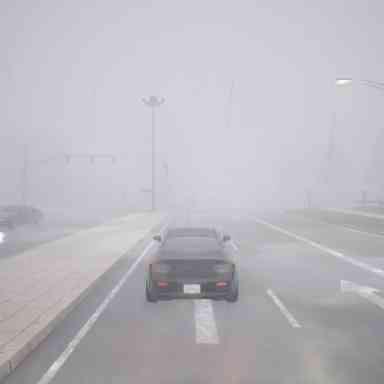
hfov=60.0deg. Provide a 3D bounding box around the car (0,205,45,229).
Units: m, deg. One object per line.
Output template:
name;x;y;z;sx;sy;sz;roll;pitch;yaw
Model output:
car;-11.561;1.544;21.660;2.033;1.411;5.357;0;0;1

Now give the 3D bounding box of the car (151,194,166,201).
car;-8.289;1.343;82.332;2.097;1.767;4.553;0;0;-1

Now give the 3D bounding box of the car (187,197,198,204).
car;0.052;1.555;64.184;1.994;1.385;4.181;0;0;-1

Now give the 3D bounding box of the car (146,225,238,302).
car;0.000;1.524;8.106;1.812;1.442;4.674;0;0;0

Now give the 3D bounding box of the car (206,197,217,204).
car;3.578;1.592;61.785;1.895;1.301;4.718;0;0;0

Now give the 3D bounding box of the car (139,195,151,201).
car;-11.788;1.512;82.249;1.812;1.442;4.674;0;0;-1
